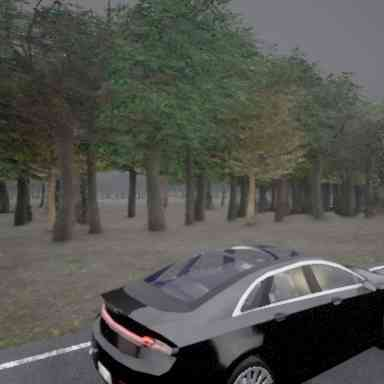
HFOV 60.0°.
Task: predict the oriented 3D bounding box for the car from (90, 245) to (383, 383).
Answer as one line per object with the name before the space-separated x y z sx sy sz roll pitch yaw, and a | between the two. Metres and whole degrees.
car | 1.147 1.505 4.564 4.902 1.511 2.128 0 0 -36
